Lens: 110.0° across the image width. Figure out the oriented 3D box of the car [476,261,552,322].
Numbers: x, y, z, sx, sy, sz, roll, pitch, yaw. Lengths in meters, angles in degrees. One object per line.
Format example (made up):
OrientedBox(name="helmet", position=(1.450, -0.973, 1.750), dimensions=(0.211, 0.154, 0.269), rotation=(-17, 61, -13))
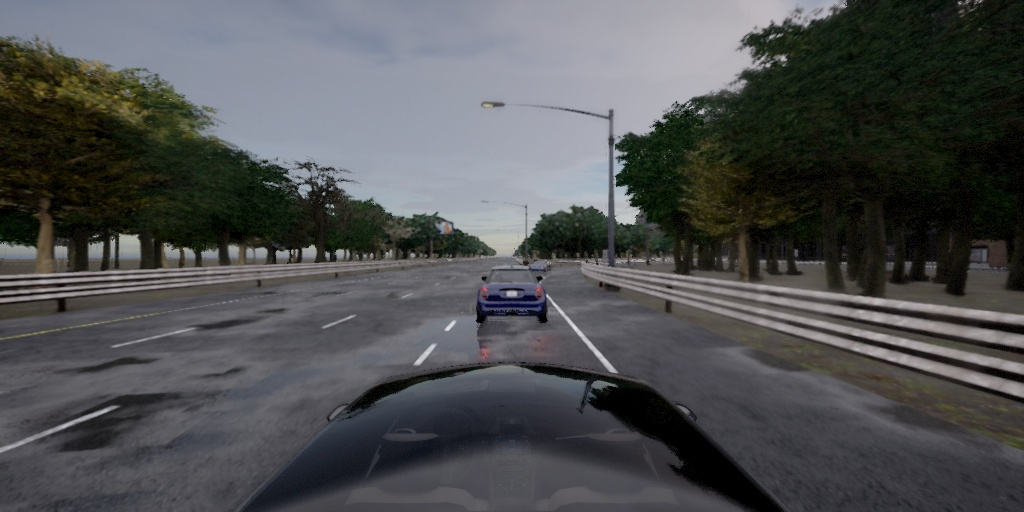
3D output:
OrientedBox(name="car", position=(0.000, 1.095, 12.344), dimensions=(2.097, 1.767, 4.553), rotation=(0, 0, 0))
